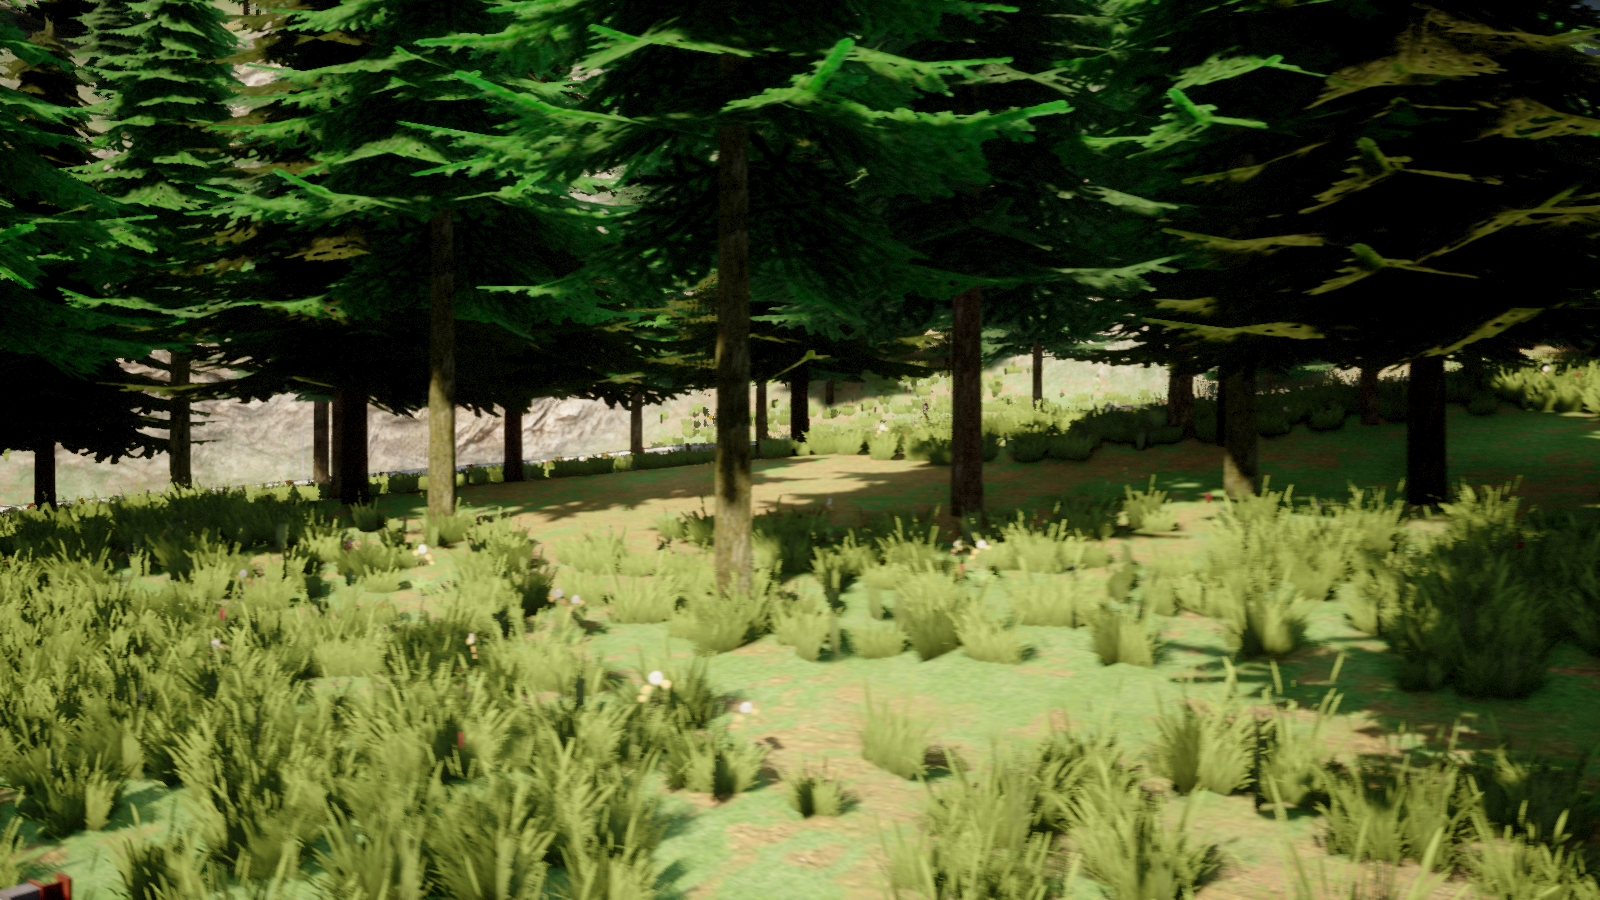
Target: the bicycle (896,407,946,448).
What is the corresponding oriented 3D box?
[{"bbox_3d":[4.839,-0.890,45.637,1.835,1.471,0.329,-4,0,19],"label":"bicycle"}]
